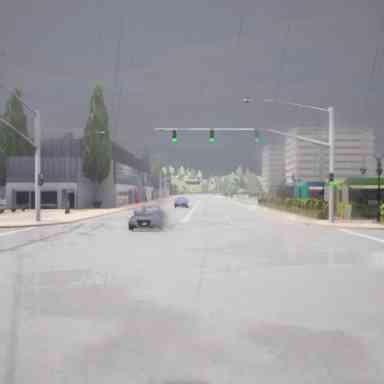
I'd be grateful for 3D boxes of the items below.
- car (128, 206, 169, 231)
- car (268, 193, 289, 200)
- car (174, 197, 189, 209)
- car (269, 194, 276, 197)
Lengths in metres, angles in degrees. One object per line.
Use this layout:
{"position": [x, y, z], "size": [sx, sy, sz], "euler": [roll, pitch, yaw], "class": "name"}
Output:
{"position": [-2.554, 1.563, 20.265], "size": [1.994, 1.385, 4.181], "euler": [0, 0, 2], "class": "car"}
{"position": [21.346, 1.133, 82.425], "size": [4.605, 1.855, 1.932], "euler": [0, 0, 1], "class": "car"}
{"position": [-1.459, 1.475, 46.297], "size": [1.882, 1.535, 5.008], "euler": [0, 0, 2], "class": "car"}
{"position": [21.244, 1.137, 79.532], "size": [3.866, 1.878, 1.905], "euler": [0, 0, 1], "class": "car"}
